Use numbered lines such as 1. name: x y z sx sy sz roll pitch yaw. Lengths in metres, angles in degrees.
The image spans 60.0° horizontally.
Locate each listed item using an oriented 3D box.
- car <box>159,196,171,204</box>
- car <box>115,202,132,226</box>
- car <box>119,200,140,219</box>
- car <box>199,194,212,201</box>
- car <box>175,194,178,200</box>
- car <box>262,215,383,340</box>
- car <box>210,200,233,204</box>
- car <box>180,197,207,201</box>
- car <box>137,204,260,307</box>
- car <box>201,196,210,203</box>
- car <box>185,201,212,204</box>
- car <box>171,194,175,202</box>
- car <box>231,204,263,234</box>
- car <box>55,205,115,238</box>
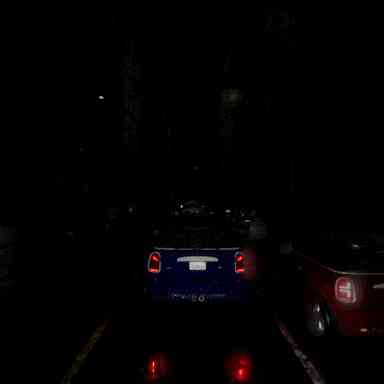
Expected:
1. car: -5.616 1.610 65.659 1.802 1.307 4.206 0 0 0
2. car: -5.664 1.578 23.055 1.802 1.307 4.206 0 0 0
3. car: -5.663 1.436 28.556 1.967 1.590 4.097 0 0 0
4. car: 2.908 1.468 65.643 1.967 1.590 4.097 0 0 0
5. car: -5.559 1.615 92.532 1.752 1.417 4.829 0 0 0
6. car: 2.856 1.438 6.548 1.967 1.590 4.097 0 0 0
7. car: 2.863 1.562 28.553 1.947 1.339 4.313 0 0 0
8. car: 0.008 1.453 27.419 1.801 1.575 5.366 0 0 0
9. car: 0.102 1.350 8.117 2.097 1.767 4.553 0 0 0
10. car: 2.920 1.562 71.223 1.752 1.417 4.829 0 0 0
11. car: 0.101 1.474 17.397 1.882 1.535 5.008 0 0 0
12. car: -5.593 1.597 76.476 2.008 1.369 4.403 0 0 0
13. car: 2.859 1.547 17.551 2.008 1.369 4.403 0 0 0
14. car: -5.666 1.563 17.553 1.947 1.339 4.313 0 0 0
